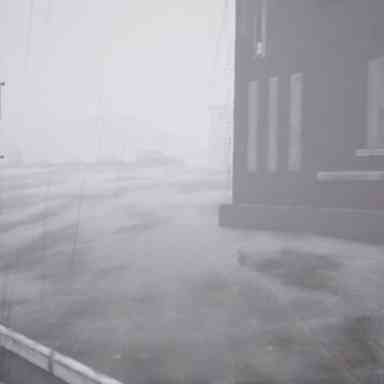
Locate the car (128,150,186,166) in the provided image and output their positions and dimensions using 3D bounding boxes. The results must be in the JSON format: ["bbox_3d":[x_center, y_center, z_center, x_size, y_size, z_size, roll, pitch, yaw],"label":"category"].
[{"bbox_3d":[-3.447,-3.347,35.265,5.566,2.045,2.435,2,1,25],"label":"car"}]

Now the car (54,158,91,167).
[{"bbox_3d":[-13.630,-3.362,40.045,4.892,1.521,2.231,1,1,27],"label":"car"}]

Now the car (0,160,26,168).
[{"bbox_3d":[-23.327,-3.535,45.108,4.792,1.488,2.163,1,1,29],"label":"car"}]

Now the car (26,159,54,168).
[{"bbox_3d":[-18.462,-3.424,42.502,4.674,1.452,2.002,1,1,28],"label":"car"}]

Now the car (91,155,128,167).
[{"bbox_3d":[-8.548,-3.365,37.603,4.553,1.767,2.185,1,1,26],"label":"car"}]
